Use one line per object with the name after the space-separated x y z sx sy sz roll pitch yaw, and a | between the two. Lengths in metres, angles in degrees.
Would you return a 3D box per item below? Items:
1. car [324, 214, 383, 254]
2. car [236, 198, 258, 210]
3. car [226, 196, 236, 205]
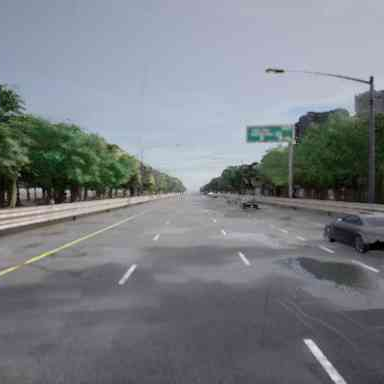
7.005 1.564 13.488 1.994 1.385 4.181 0 0 0 | car
7.076 1.473 41.739 1.837 1.490 4.892 0 0 0 | car
7.132 1.493 59.397 2.033 1.411 5.357 0 0 0 | car
